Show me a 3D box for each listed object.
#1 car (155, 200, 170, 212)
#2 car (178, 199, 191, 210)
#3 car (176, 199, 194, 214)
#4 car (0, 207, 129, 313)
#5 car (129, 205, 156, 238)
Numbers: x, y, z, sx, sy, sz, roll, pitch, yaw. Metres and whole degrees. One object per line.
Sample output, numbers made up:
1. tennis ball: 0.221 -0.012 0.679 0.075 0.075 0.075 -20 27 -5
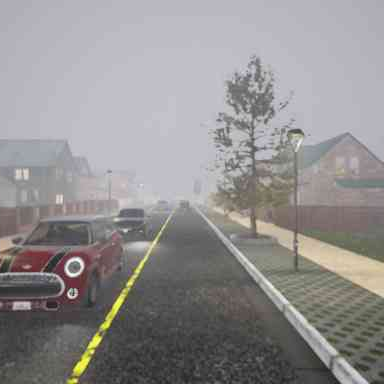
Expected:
1. car: -3.957 1.845 44.683 1.812 1.442 4.674 0 0 -1
2. car: -1.120 1.834 49.061 1.882 1.535 5.008 0 0 -1
3. car: -0.862 1.798 38.923 1.812 1.442 4.674 0 0 -2
4. car: -3.020 1.404 8.041 2.097 1.767 4.553 0 0 -1
5. car: -3.279 1.626 18.492 1.837 1.490 4.892 0 0 -1
